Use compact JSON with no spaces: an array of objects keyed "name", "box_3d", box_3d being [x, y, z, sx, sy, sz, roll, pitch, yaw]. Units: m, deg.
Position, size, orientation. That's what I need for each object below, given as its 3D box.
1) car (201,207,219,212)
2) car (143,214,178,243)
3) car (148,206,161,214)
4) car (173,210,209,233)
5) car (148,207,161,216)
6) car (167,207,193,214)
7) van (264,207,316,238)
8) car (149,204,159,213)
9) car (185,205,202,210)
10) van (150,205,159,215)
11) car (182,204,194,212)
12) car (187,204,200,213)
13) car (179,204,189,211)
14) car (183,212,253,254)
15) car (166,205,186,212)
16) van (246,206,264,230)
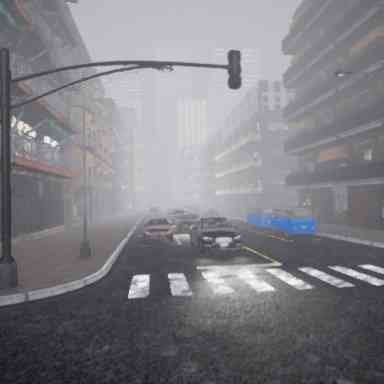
[{"name":"car","box_3d":[2.947,3.024,48.852,1.802,1.307,4.206,-2,-2,-7]},{"name":"car","box_3d":[-2.043,2.248,20.091,1.802,1.307,4.206,-2,-2,-7]},{"name":"car","box_3d":[-5.344,3.162,47.892,1.802,1.307,4.206,-2,-2,-7]},{"name":"car","box_3d":[-0.141,2.369,25.902,1.994,1.385,4.181,-1,-2,-6]},{"name":"car","box_3d":[-6.665,3.497,59.013,2.008,1.369,4.403,-2,-2,-7]},{"name":"car","box_3d":[-1.339,2.663,36.023,1.812,1.442,4.674,-1,-2,-7]},{"name":"van","box_3d":[6.239,1.869,21.058,1.690,1.788,3.998,-2,-2,-7]},{"name":"car","box_3d":[-8.676,3.811,75.697,2.192,1.841,5.009,-2,-2,-7]},{"name":"car","box_3d":[0.036,3.182,51.497,1.895,1.301,4.718,-1,-2,-7]},{"name":"van","box_3d":[-7.332,3.471,64.579,1.690,1.788,3.998,-2,-2,-7]},{"name":"car","box_3d":[-1.023,3.856,82.220,2.192,1.841,5.009,-2,-2,-7]},{"name":"car","box_3d":[0.298,3.489,71.100,2.192,1.841,5.009,-2,-2,-7]},{"name":"car","box_3d":[-2.342,4.223,93.340,2.192,1.841,5.009,-2,-2,-7]},{"name":"car","box_3d":[1.032,1.972,16.041,2.128,1.511,4.902,-1,-2,-7]},{"name":"car","box_3d":[-2.532,2.969,46.397,2.128,1.511,4.902,-1,-2,-6]},{"name":"van","box_3d":[5.580,2.052,26.618,1.690,1.788,3.998,-2,-2,-7]}]
